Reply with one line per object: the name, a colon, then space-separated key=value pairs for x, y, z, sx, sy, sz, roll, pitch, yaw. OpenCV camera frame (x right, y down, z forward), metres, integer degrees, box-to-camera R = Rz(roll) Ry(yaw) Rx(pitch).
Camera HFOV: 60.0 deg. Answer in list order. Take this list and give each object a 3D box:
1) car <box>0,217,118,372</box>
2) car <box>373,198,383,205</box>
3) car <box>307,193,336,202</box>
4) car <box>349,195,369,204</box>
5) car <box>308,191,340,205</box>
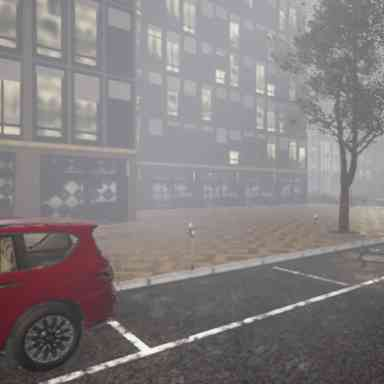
car: x=-3.413 y=1.316 z=4.127 sx=5.009 sy=1.841 sz=2.192 roll=0 pitch=0 yaw=-36
car: x=28.213 y=1.108 z=46.824 sx=1.752 sy=1.417 sz=4.829 roll=1 pitch=0 yaw=-36
car: x=21.604 y=0.959 z=55.700 sx=1.802 sy=1.307 sz=4.206 roll=1 pitch=0 yaw=-36
car: x=24.924 y=1.047 z=51.166 sx=1.947 sy=1.339 sz=4.313 roll=1 pitch=0 yaw=-36
car: x=18.173 y=0.825 z=46.207 sx=2.192 sy=1.841 sz=5.009 roll=1 pitch=0 yaw=-36
